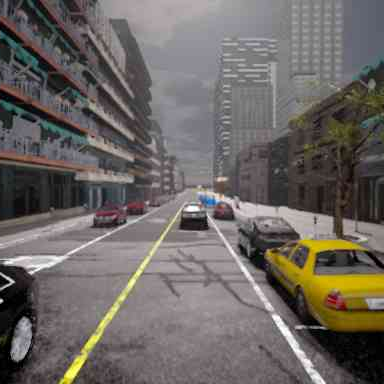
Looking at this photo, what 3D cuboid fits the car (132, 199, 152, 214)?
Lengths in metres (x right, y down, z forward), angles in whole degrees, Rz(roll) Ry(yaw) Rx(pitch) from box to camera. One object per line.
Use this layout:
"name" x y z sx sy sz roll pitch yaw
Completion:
"car" -5.659 1.547 34.665 1.887 1.381 4.507 -1 0 0

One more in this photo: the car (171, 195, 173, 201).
"car" -5.617 1.429 68.148 1.967 1.590 4.097 -1 0 0

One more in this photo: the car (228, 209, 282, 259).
"car" 2.697 1.554 12.379 2.008 1.369 4.403 -1 0 0

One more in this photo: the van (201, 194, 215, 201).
"van" 2.739 1.338 51.439 1.690 1.788 3.998 -1 0 0

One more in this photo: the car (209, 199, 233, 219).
"car" 2.715 1.585 29.120 1.802 1.307 4.206 -1 0 0

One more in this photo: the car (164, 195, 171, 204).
"car" -5.623 1.543 62.569 2.008 1.369 4.403 -1 0 0

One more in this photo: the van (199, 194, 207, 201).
"van" 2.783 1.314 84.920 1.690 1.788 3.998 -1 0 0

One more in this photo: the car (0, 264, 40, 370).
"car" -3.096 1.506 2.902 1.837 1.490 4.892 0 0 0

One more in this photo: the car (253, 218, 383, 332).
"car" 2.676 1.527 6.970 1.752 1.417 4.829 -1 0 0

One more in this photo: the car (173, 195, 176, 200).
"car" -5.594 1.524 84.889 2.008 1.369 4.403 -1 0 0

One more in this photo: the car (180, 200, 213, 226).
"car" 0.131 1.550 23.534 2.033 1.411 5.357 0 0 0

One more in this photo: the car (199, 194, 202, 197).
"car" 2.758 1.537 62.600 1.887 1.381 4.507 -1 0 0

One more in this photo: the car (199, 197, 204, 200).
"car" 0.154 1.600 41.850 1.895 1.301 4.718 0 0 0

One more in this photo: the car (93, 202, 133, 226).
"car" -5.673 1.586 23.505 1.802 1.307 4.206 -1 0 0

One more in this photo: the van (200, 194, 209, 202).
"van" 2.768 1.325 73.760 1.690 1.788 3.998 -1 0 0

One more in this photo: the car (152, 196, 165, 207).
"car" -5.637 1.579 51.407 1.802 1.307 4.206 -1 0 0

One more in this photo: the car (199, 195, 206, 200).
"car" 2.794 1.533 90.501 1.947 1.339 4.313 -1 0 0
